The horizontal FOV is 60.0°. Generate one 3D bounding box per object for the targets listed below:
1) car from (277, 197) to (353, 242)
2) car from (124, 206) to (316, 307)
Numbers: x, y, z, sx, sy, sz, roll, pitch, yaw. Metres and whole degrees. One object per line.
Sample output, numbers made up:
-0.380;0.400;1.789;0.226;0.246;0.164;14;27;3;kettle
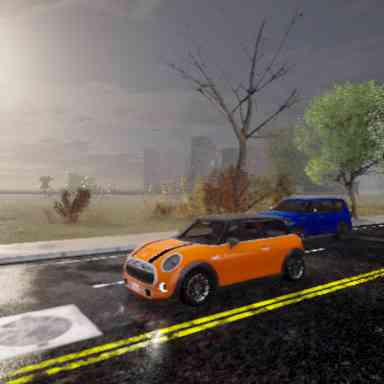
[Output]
5.079;1.260;15.200;5.566;2.045;2.150;1;0;-35;car
0.679;1.365;8.145;4.553;1.767;2.097;0;0;-35;car
